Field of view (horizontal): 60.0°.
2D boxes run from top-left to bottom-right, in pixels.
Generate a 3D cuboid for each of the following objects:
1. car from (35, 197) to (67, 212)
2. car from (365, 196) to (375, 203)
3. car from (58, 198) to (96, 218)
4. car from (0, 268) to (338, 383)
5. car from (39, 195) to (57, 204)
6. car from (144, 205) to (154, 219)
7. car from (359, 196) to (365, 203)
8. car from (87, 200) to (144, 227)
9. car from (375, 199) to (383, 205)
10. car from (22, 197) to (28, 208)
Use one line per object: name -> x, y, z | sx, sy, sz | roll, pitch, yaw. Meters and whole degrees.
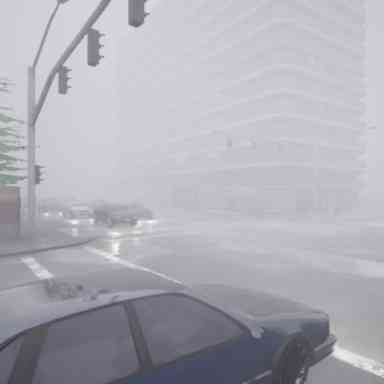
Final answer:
car -> -16.846, 1.422, 39.611 | 2.097, 1.767, 4.553 | 0, 0, -35
car -> 35.894, 1.588, 68.976 | 1.994, 1.385, 4.181 | 0, 0, -26
car -> -10.625, 1.596, 30.765 | 1.812, 1.442, 4.674 | 0, 0, -35
car -> -0.754, 1.551, 3.319 | 5.357, 1.411, 2.033 | 0, 0, -37
car -> -24.910, 1.283, 57.343 | 1.994, 1.385, 4.181 | 0, 0, -35
car -> -5.002, 1.641, 28.826 | 1.994, 1.385, 4.181 | 0, 0, -35
car -> 32.298, 1.542, 68.440 | 1.882, 1.535, 5.008 | 0, 0, -26
car -> -5.483, 1.576, 23.422 | 1.837, 1.490, 4.892 | 0, 0, -35
car -> 35.364, 1.655, 58.217 | 2.033, 1.411, 5.357 | 0, 0, -12
car -> -24.920, 1.548, 51.187 | 1.882, 1.535, 5.008 | 0, 0, -35
